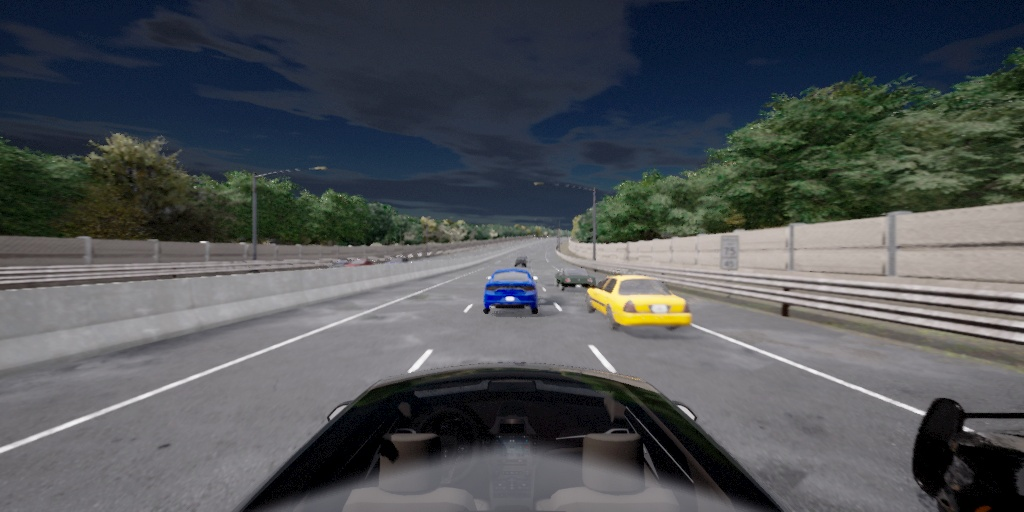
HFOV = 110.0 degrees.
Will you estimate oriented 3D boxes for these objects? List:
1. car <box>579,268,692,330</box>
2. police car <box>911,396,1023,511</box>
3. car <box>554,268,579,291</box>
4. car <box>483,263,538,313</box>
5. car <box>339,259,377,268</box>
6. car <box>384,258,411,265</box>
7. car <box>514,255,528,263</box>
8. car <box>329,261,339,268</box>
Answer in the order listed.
[{"bbox_3d":[3.537,1.226,11.110,1.801,1.575,5.366,0,0,0],"label":"car"},{"bbox_3d":[3.496,1.172,0.139,1.930,1.638,5.238,0,0,0],"label":"police car"},{"bbox_3d":[3.677,1.358,21.840,1.895,1.301,4.718,0,0,1],"label":"car"},{"bbox_3d":[-0.007,1.243,14.201,1.882,1.535,5.008,0,0,1],"label":"car"},{"bbox_3d":[-16.907,1.109,40.204,1.882,1.535,5.008,0,0,2],"label":"car"},{"bbox_3d":[-13.338,0.980,41.891,2.097,1.767,4.553,0,0,3],"label":"car"},{"bbox_3d":[1.435,0.989,57.279,1.837,1.490,4.892,0,1,3],"label":"car"},{"bbox_3d":[-20.283,1.171,43.290,1.994,1.385,4.181,0,0,2],"label":"car"}]
